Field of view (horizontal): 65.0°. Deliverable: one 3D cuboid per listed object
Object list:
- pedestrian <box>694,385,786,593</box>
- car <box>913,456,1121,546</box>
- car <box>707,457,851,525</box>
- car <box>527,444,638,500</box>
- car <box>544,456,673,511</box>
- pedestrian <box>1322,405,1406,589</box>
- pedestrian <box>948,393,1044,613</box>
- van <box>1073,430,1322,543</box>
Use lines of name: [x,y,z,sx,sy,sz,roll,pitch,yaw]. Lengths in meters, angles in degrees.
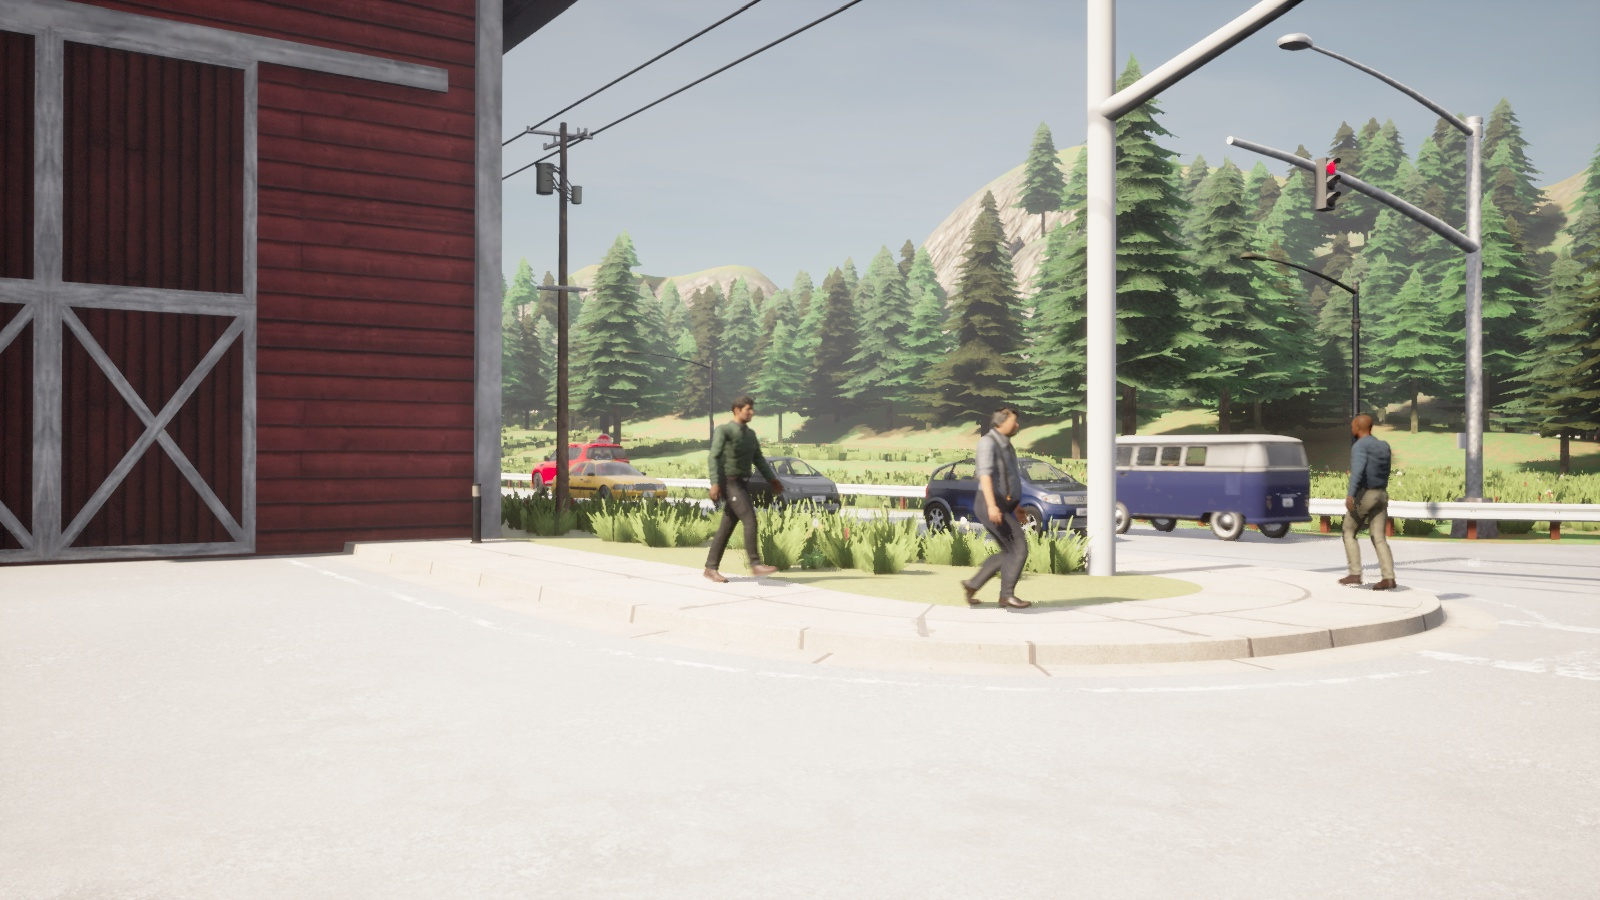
pedestrian: [-0.586,0.367,12.163,0.788,1.949,0.423,0,0,32]
car: [4.009,0.891,23.679,1.789,1.549,3.705,0,0,-34]
car: [-0.571,0.945,30.515,1.789,1.549,3.705,0,0,-34]
car: [-8.487,0.819,48.629,2.150,2.045,5.566,0,0,-34]
car: [-5.979,0.969,38.589,1.801,1.575,5.366,0,0,-34]
pedestrian: [5.811,0.474,12.951,0.370,1.835,0.726,0,0,-22]
pedestrian: [1.709,0.445,10.929,0.694,1.848,0.540,0,0,27]
van: [7.645,0.660,24.525,1.775,1.987,4.442,0,0,-36]
